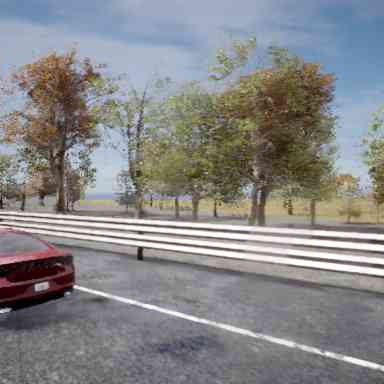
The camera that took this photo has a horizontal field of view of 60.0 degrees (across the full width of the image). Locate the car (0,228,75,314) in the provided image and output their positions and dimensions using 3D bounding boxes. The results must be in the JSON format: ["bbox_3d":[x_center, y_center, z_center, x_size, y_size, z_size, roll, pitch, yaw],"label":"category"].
[{"bbox_3d":[-4.674,1.534,7.386,5.008,1.535,1.882,0,0,36],"label":"car"}]
